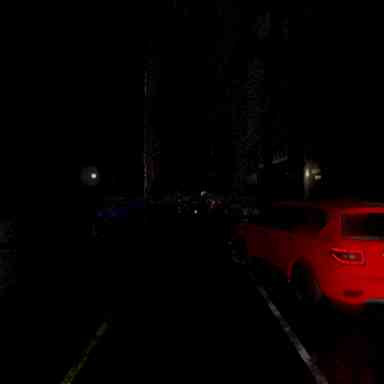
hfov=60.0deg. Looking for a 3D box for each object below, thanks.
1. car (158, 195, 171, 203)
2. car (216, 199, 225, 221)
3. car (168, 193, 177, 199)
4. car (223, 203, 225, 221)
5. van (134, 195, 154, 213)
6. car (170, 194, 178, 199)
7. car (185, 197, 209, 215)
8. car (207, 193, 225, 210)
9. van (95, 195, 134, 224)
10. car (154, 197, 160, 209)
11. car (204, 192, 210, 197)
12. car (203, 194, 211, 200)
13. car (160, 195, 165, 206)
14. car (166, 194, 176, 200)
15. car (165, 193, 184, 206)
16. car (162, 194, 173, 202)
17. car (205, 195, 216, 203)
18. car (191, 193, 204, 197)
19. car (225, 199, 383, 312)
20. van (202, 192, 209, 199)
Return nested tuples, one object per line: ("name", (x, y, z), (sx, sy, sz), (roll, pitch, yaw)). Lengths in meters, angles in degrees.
("car", (-5.133, 1.278, 62.851), (1.947, 1.339, 4.313), (0, 0, 0))
("car", (3.051, 1.442, 23.245), (2.008, 1.369, 4.403), (0, 0, 0))
("car", (-4.939, 1.053, 85.445), (1.967, 1.590, 4.097), (0, 0, 0))
("car", (3.002, 1.468, 17.596), (2.008, 1.369, 4.403), (0, 0, 0))
("van", (-5.378, 1.180, 34.608), (1.690, 1.788, 3.998), (0, 0, 0))
("car", (-4.890, 1.139, 91.094), (2.008, 1.369, 4.403), (0, 0, 0))
("car", (0.360, 1.453, 31.643), (1.895, 1.301, 4.718), (0, 0, 1))
("car", (3.196, 1.253, 40.189), (1.967, 1.590, 4.097), (0, 0, 0))
("van", (-5.475, 1.233, 23.311), (1.690, 1.788, 3.998), (0, 0, 0))
("car", (-5.329, 1.339, 40.087), (1.752, 1.417, 4.829), (0, 0, 0))
("car", (3.293, 1.202, 51.485), (1.967, 1.590, 4.097), (0, 0, 0))
("car", (3.537, 1.182, 79.727), (1.887, 1.381, 4.507), (0, 0, 0))
("car", (-5.280, 1.354, 45.906), (1.947, 1.339, 4.313), (0, 0, 0))
("car", (-4.987, 1.188, 79.797), (2.008, 1.369, 4.403), (0, 0, 0))
("car", (-2.599, 1.117, 50.776), (2.097, 1.767, 4.553), (0, 0, 1))
("car", (-5.084, 1.232, 68.500), (1.887, 1.381, 4.507), (0, 0, 0))
("car", (3.392, 1.256, 62.782), (1.887, 1.381, 4.507), (0, 0, 0))
("car", (0.521, 1.274, 49.865), (1.837, 1.490, 4.892), (0, 0, 1))
("car", (2.769, 1.186, 7.929), (2.150, 2.045, 5.566), (0, 0, -12))
("van", (3.633, 0.929, 91.023), (1.690, 1.788, 3.998), (0, 0, 0))
